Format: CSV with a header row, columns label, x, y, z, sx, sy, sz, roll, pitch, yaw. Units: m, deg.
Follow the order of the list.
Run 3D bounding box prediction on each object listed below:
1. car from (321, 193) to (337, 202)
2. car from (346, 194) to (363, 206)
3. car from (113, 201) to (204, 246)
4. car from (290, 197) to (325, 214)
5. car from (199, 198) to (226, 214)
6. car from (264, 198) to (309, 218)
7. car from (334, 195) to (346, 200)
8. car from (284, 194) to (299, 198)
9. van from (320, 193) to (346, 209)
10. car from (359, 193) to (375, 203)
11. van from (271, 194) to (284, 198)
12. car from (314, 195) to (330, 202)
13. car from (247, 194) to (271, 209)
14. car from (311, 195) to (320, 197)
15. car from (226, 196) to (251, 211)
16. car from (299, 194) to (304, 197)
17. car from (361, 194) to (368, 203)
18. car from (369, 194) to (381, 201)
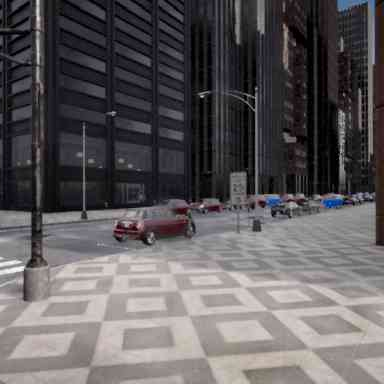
label,x,y,z,sx,sy,sz,roll,pitch,yaw
car,30.829,1.160,74.864,2.192,1.841,5.009,0,0,36
car,24.658,1.418,51.683,1.947,1.339,4.313,0,0,36
car,-1.543,1.392,15.255,1.967,1.590,4.097,0,0,36
car,11.558,1.464,33.469,1.947,1.339,4.313,0,0,36
car,1.351,1.382,33.879,1.967,1.590,4.097,0,0,36
car,8.282,1.462,28.916,2.008,1.369,4.403,0,0,36
car,37.381,1.394,83.972,1.947,1.339,4.313,0,0,36
car,14.452,1.208,52.094,2.192,1.841,5.009,0,0,36
van,18.107,1.215,42.576,1.690,1.788,3.998,0,0,36
car,34.484,1.368,65.344,1.887,1.381,4.507,0,0,36
van,11.176,1.246,47.540,1.690,1.788,3.998,0,0,36
car,27.554,1.405,70.310,2.008,1.369,4.403,0,0,36
car,7.901,1.231,42.987,2.192,1.841,5.009,0,0,36
car,24.279,1.303,65.756,1.967,1.590,4.097,0,0,36
car,4.627,1.479,38.433,2.008,1.369,4.403,0,0,36
car,17.727,1.198,56.648,2.192,1.841,5.009,0,0,36
car,27.933,1.408,56.237,1.947,1.339,4.313,0,0,36
car,41.034,1.246,74.451,1.967,1.590,4.097,0,0,36
